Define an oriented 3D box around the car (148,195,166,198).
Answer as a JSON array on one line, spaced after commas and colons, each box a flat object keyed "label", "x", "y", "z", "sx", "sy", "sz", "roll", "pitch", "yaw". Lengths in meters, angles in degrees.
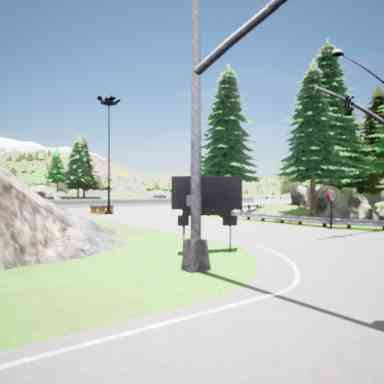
[{"label": "car", "x": -7.885, "y": 1.360, "z": 74.039, "sx": 4.553, "sy": 1.767, "sz": 2.097, "roll": 0, "pitch": 0, "yaw": -36}]
